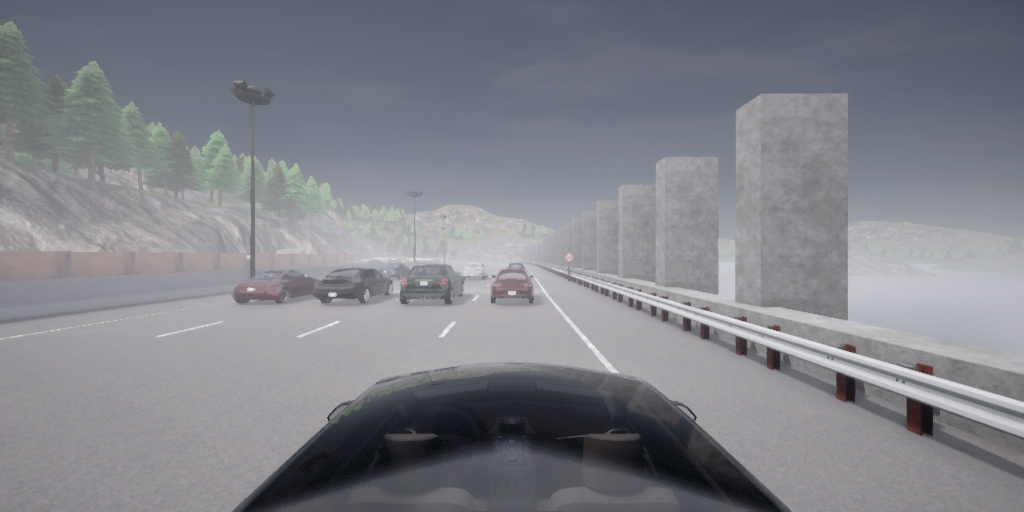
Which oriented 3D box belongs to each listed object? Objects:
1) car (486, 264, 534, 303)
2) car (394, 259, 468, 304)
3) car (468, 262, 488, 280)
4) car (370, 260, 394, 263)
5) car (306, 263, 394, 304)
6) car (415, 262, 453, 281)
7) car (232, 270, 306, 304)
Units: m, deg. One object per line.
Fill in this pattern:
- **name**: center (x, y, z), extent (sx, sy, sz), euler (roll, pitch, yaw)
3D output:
- **car**: center (0.026, 1.280, 16.337), extent (1.812, 1.442, 4.674), euler (0, 0, 1)
- **car**: center (-3.474, 1.113, 16.343), extent (2.097, 1.767, 4.553), euler (0, 0, 1)
- **car**: center (-3.163, 1.280, 31.202), extent (1.812, 1.442, 4.674), euler (0, 0, 1)
- **car**: center (-10.161, 1.310, 31.370), extent (2.033, 1.411, 5.357), euler (0, 0, 1)
- **car**: center (-6.974, 1.263, 16.409), extent (1.837, 1.490, 4.892), euler (0, 0, 1)
- **car**: center (-6.662, 1.310, 31.286), extent (2.033, 1.411, 5.357), euler (0, 0, 1)
- **car**: center (-10.473, 1.319, 16.446), extent (1.994, 1.385, 4.181), euler (0, 0, 1)
